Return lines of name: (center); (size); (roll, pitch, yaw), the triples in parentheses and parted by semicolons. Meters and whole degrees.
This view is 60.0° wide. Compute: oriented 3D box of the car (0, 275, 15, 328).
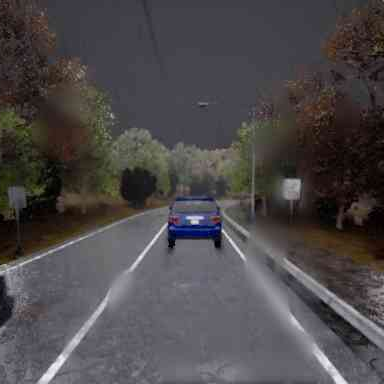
car: (-3.598, 1.543, 2.684); (2.033, 1.411, 5.357); (0, 0, 0)

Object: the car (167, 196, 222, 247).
car: (0.108, 1.190, 14.968); (2.150, 2.045, 5.566); (0, 0, 0)

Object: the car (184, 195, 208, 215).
car: (0.473, 1.252, 31.948); (2.097, 1.767, 4.553); (0, -2, 3)

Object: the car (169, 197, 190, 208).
car: (-1.671, 1.450, 46.256); (1.994, 1.385, 4.181); (1, 0, 10)
